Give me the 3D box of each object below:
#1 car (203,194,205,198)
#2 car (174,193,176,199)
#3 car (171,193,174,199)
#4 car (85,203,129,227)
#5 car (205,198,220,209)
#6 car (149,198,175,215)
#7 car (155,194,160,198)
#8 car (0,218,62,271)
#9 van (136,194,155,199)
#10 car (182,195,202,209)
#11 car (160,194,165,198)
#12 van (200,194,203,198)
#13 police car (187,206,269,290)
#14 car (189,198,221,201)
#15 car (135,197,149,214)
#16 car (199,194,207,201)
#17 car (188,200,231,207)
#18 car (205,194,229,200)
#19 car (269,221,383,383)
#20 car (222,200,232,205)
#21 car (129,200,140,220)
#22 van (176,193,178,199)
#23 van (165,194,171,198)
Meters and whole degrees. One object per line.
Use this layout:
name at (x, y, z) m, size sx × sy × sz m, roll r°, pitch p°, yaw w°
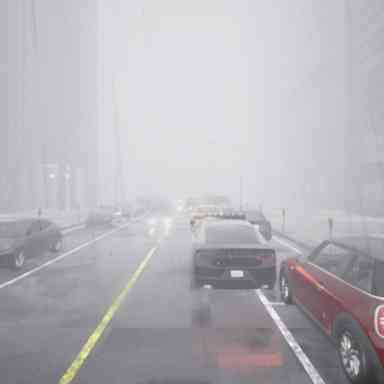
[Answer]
car at (2.752, 1.300, 39.009) m, size 2.192 × 1.841 × 5.009 m, roll 0°, pitch 0°, yaw 0°
car at (-5.784, 1.538, 83.871) m, size 2.008 × 1.369 × 4.403 m, roll 0°, pitch 0°, yaw 0°
car at (-5.781, 1.301, 72.652) m, size 2.192 × 1.841 × 5.009 m, roll 0°, pitch 0°, yaw 0°
car at (-5.769, 1.539, 22.167) m, size 2.008 × 1.369 × 4.403 m, roll 0°, pitch 0°, yaw 0°
car at (2.750, 1.510, 44.789) m, size 1.752 × 1.417 × 4.829 m, roll 0°, pitch 0°, yaw 0°
car at (-3.110, 1.587, 33.631) m, size 1.895 × 1.301 × 4.718 m, roll 0°, pitch 0°, yaw 0°
car at (-5.775, 1.425, 44.605) m, size 1.967 × 1.590 × 4.097 m, roll 0°, pitch 0°, yaw 0°
car at (-5.766, 1.558, 10.948) m, size 1.947 × 1.339 × 4.313 m, roll 0°, pitch 0°, yaw 0°
van at (-5.773, 1.326, 38.995) m, size 1.690 × 1.788 × 3.998 m, roll 0°, pitch 0°, yaw 0°
car at (0.000, 1.532, 44.554) m, size 2.033 × 1.411 × 5.357 m, roll 0°, pitch 0°, yaw 1°
car at (-5.776, 1.300, 50.214) m, size 2.192 × 1.841 × 5.009 m, roll 0°, pitch 0°, yaw 0°
van at (2.748, 1.326, 55.837) m, size 1.690 × 1.788 × 3.998 m, roll 0°, pitch 0°, yaw 0°
police car at (0.896, 1.419, 9.189) m, size 1.930 × 1.638 × 5.238 m, roll 0°, pitch 0°, yaw 0°
car at (0.892, 1.465, 25.079) m, size 1.882 × 1.535 × 5.008 m, roll 0°, pitch 0°, yaw 0°
car at (-5.772, 1.511, 33.216) m, size 1.752 × 1.417 × 4.829 m, roll 0°, pitch 0°, yaw 0°
car at (2.741, 1.427, 83.882) m, size 1.967 × 1.590 × 4.097 m, roll 0°, pitch 0°, yaw 0°
car at (0.846, 1.469, 19.072) m, size 1.882 × 1.535 × 5.008 m, roll 0°, pitch 0°, yaw -1°
car at (2.753, 1.301, 33.400) m, size 2.192 × 1.841 × 5.009 m, roll 0°, pitch 0°, yaw 0°
car at (2.760, 1.436, 5.355) m, size 1.967 × 1.590 × 4.097 m, roll 0°, pitch 0°, yaw 0°
car at (2.754, 1.569, 27.791) m, size 1.802 × 1.307 × 4.206 m, roll 0°, pitch 0°, yaw 0°
car at (-5.771, 1.569, 27.776) m, size 1.802 × 1.307 × 4.206 m, roll 0°, pitch 0°, yaw 0°
van at (-5.787, 1.331, 95.090) m, size 1.690 × 1.788 × 3.998 m, roll 0°, pitch 0°, yaw 0°
van at (-5.780, 1.326, 67.043) m, size 1.690 × 1.788 × 3.998 m, roll 0°, pitch 0°, yaw 0°
